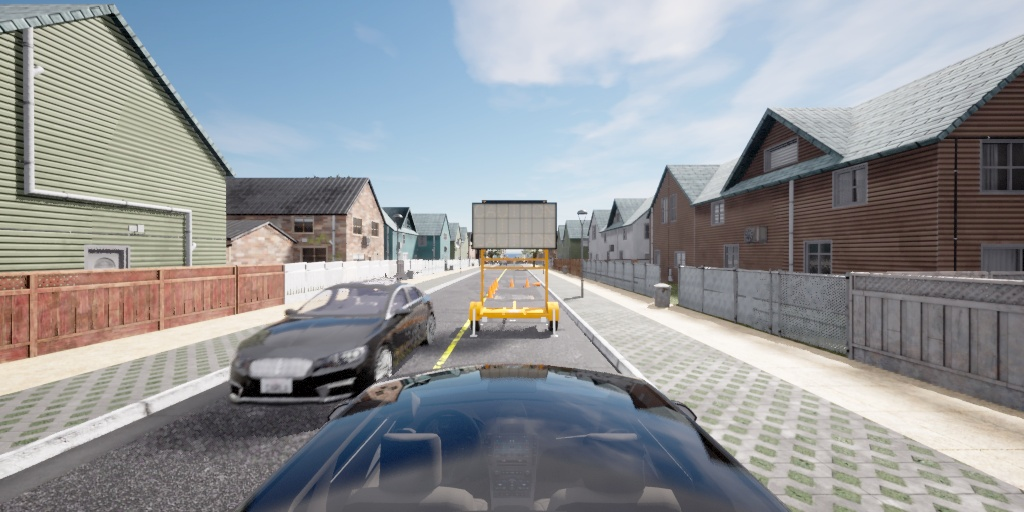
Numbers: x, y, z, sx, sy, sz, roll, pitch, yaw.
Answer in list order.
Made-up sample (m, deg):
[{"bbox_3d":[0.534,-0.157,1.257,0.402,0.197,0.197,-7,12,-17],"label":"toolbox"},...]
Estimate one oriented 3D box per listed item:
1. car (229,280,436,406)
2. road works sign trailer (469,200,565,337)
[{"bbox_3d":[-2.711,1.241,6.603,2.128,1.511,4.902,0,0,0],"label":"car"},{"bbox_3d":[0.069,0.214,10.264,2.380,3.560,2.880,0,0,1],"label":"road works sign trailer"}]
